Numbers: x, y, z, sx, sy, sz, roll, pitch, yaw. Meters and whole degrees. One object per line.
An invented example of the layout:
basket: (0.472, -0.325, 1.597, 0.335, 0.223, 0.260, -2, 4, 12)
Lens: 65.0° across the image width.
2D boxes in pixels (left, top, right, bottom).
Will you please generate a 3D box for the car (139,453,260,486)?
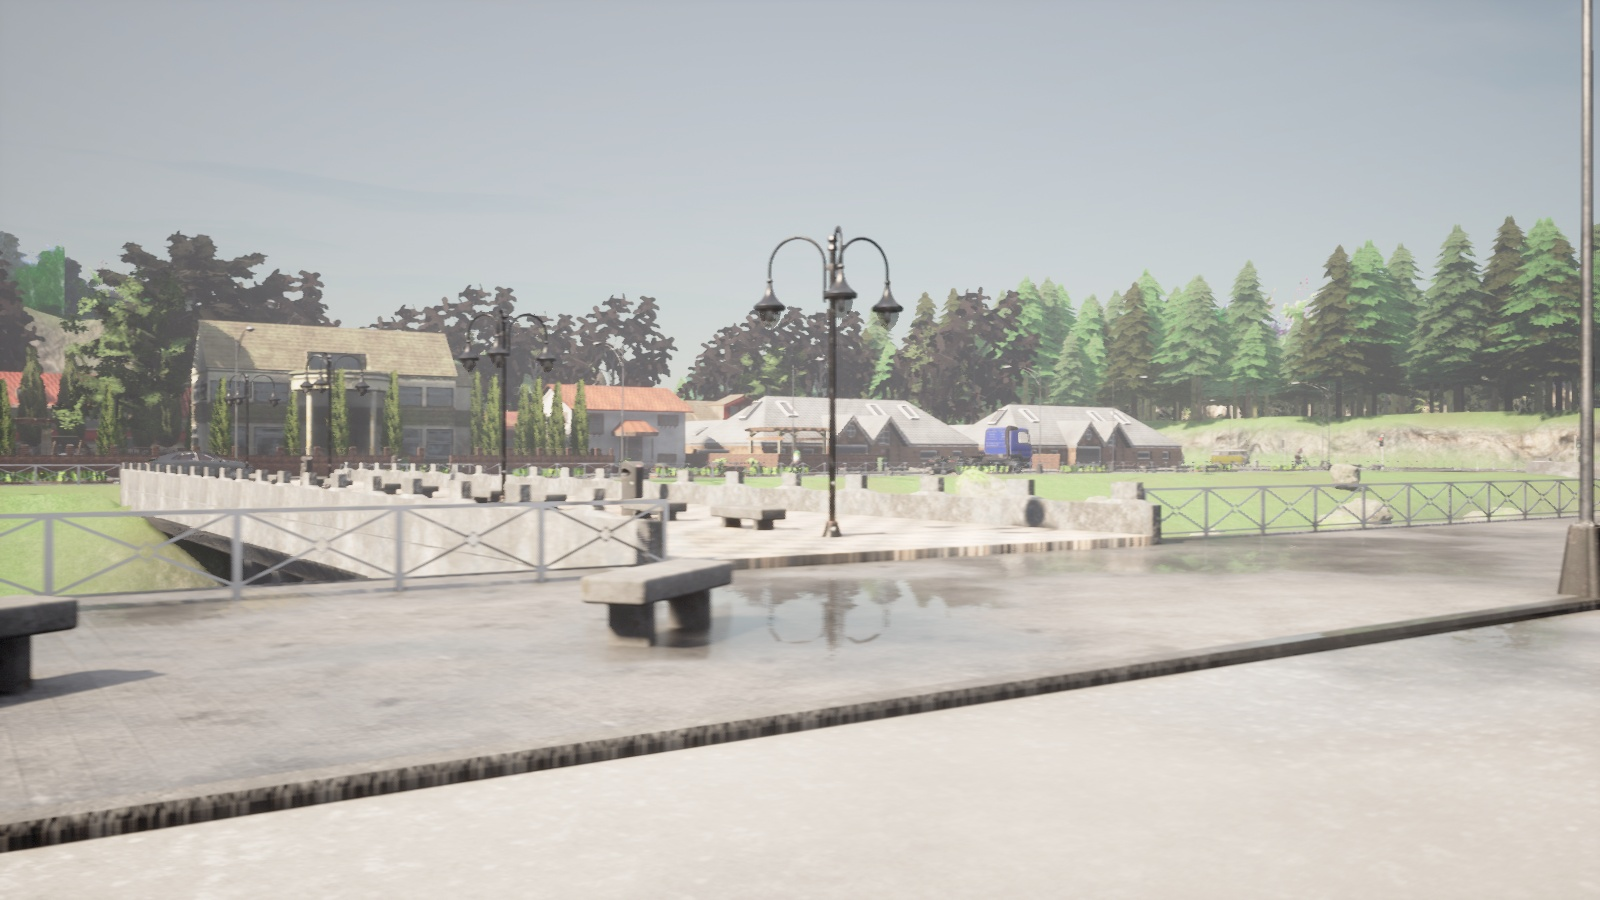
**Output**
car: (-28.463, 0.907, 59.609, 4.902, 1.511, 2.128, 0, 0, -35)

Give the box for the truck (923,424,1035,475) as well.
truck: (12.619, -0.048, 88.194, 7.936, 3.462, 2.891, 0, 0, -35)
